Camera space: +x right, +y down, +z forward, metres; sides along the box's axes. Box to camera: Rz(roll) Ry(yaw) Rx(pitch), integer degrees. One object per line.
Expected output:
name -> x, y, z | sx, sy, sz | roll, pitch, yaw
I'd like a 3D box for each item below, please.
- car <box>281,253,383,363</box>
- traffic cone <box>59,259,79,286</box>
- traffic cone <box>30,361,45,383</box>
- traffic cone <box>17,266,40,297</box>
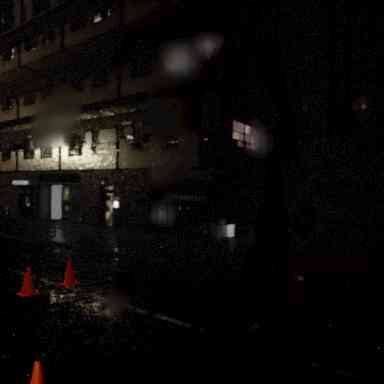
car -> 3.775, 1.373, 4.256 | 5.009, 1.841, 2.192 | 1, 1, 36
traffic cone -> -2.946, 1.917, 8.009 | 0.340, 0.580, 0.340 | 1, 0, 36
traffic cone -> -1.500, 1.938, 3.223 | 0.340, 0.580, 0.340 | 1, 0, 36
traffic cone -> -3.538, 1.909, 7.204 | 0.340, 0.580, 0.340 | 1, 0, 36
